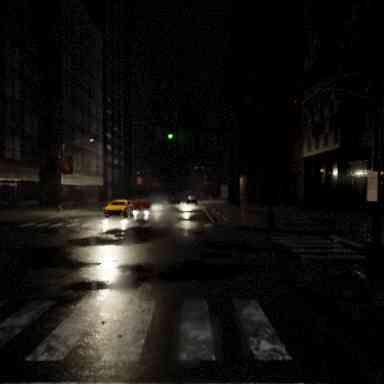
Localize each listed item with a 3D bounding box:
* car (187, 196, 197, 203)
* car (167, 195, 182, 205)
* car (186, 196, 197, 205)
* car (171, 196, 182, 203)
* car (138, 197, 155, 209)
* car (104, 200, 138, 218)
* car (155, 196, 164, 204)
[{"bbox_3d":[-0.017,1.452,69.927,1.994,1.385,4.181,0,0,0],"label":"car"},{"bbox_3d":[-3.265,1.378,59.859,2.097,1.767,4.553,0,0,0],"label":"car"},{"bbox_3d":[-0.015,1.517,59.507,2.128,1.511,4.902,0,0,0],"label":"car"},{"bbox_3d":[-3.267,1.452,69.926,1.994,1.385,4.181,0,0,0],"label":"car"},{"bbox_3d":[-6.594,1.619,45.206,1.895,1.301,4.718,0,0,1],"label":"car"},{"bbox_3d":[-6.596,1.489,30.495,1.882,1.535,5.008,0,0,0],"label":"car"},{"bbox_3d":[-6.516,1.511,64.458,1.882,1.535,5.008,0,0,0],"label":"car"}]
